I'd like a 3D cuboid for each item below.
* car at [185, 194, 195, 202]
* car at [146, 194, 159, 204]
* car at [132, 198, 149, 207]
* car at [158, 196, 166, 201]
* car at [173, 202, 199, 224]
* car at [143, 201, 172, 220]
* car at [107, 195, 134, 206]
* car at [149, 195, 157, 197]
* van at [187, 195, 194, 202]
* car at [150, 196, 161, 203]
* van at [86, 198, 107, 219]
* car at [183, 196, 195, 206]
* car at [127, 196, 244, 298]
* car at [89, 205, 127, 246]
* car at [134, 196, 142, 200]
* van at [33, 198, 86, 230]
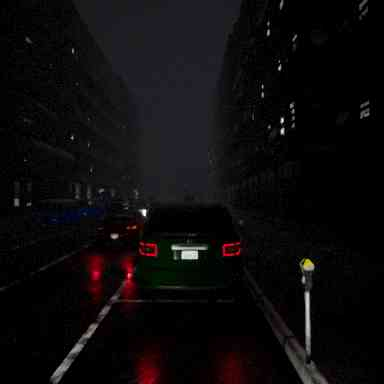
[{"bbox_3d":[-0.469,1.521,81.536,2.192,1.841,5.009,1,0,0],"label":"car"},{"bbox_3d":[-8.314,1.471,70.528,2.192,1.841,5.009,1,0,0],"label":"car"},{"bbox_3d":[-8.319,1.660,53.938,1.947,1.339,4.313,1,0,0],"label":"car"},{"bbox_3d":[-8.321,1.846,92.652,1.802,1.307,4.206,1,0,0],"label":"car"},{"bbox_3d":[-0.437,1.571,26.224,1.887,1.381,4.507,1,0,0],"label":"car"},{"bbox_3d":[-3.020,1.581,29.907,2.033,1.411,5.357,0,0,0],"label":"car"},{"bbox_3d":[-8.312,1.365,37.346,2.192,1.841,5.009,1,0,0],"label":"car"},{"bbox_3d":[-5.775,1.565,46.359,2.128,1.511,4.902,0,0,0],"label":"car"},{"bbox_3d":[-0.470,1.575,87.068,1.690,1.788,3.998,1,0,0],"label":"van"},{"bbox_3d":[-8.320,1.725,76.059,1.887,1.381,4.507,1,0,0],"label":"car"},{"bbox_3d":[-8.312,1.368,26.285,1.690,1.788,3.998,1,0,0],"label":"van"},{"bbox_3d":[-0.470,1.553,59.411,1.967,1.590,4.097,1,0,0],"label":"car"},{"bbox_3d":[-0.039,1.233,8.683,2.150,2.045,5.566,0,0,0],"label":"car"},{"bbox_3d":[-3.016,1.537,15.277,1.812,1.442,4.674,0,0,0],"label":"car"},{"bbox_3d":[-8.312,1.379,42.876,2.192,1.841,5.009,1,0,0],"label":"car"},{"bbox_3d":[-8.311,1.358,20.753,1.690,1.788,3.998,2,0,0],"label":"van"}]
